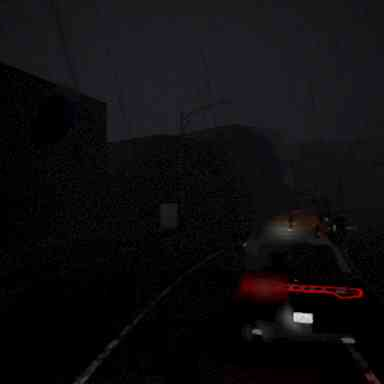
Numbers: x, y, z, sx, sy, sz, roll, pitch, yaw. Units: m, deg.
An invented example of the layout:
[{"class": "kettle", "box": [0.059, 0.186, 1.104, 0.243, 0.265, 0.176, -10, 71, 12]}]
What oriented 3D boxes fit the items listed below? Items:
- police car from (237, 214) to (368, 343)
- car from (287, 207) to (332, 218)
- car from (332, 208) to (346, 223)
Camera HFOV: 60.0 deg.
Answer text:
[{"class": "police car", "box": [2.065, 1.487, 6.927, 1.930, 1.638, 5.238, 0, -1, 13]}, {"class": "car", "box": [5.233, 1.621, 15.585, 1.882, 1.535, 5.008, 0, 0, 27]}, {"class": "car", "box": [8.092, 1.699, 20.406, 1.837, 1.490, 4.892, 0, 0, 35]}]
